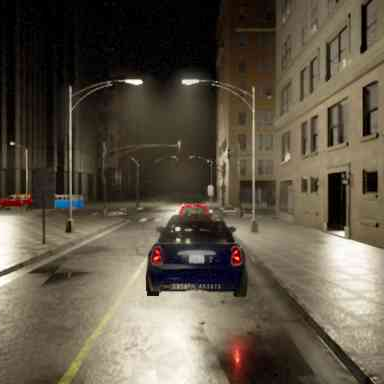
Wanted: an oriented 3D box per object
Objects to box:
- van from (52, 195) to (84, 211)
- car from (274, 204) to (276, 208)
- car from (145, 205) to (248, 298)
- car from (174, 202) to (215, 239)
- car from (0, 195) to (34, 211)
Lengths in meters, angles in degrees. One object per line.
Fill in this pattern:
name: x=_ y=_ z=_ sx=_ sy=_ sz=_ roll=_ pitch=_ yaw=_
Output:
van: x=-14.694 y=1.250 z=38.788 sx=3.998 sy=1.788 sz=1.690 roll=0 pitch=0 yaw=-1
car: x=12.150 y=1.390 z=39.175 sx=4.829 sy=1.417 sz=1.752 roll=0 pitch=0 yaw=-1
car: x=0.106 y=1.321 z=8.636 sx=2.097 sy=1.767 sz=4.553 roll=0 pitch=0 yaw=0
car: x=0.113 y=1.415 z=17.957 sx=1.882 sy=1.535 sz=5.008 roll=0 pitch=0 yaw=0
car: x=-20.334 y=1.223 z=38.707 sx=5.009 sy=1.841 sz=2.192 roll=0 pitch=0 yaw=-1
